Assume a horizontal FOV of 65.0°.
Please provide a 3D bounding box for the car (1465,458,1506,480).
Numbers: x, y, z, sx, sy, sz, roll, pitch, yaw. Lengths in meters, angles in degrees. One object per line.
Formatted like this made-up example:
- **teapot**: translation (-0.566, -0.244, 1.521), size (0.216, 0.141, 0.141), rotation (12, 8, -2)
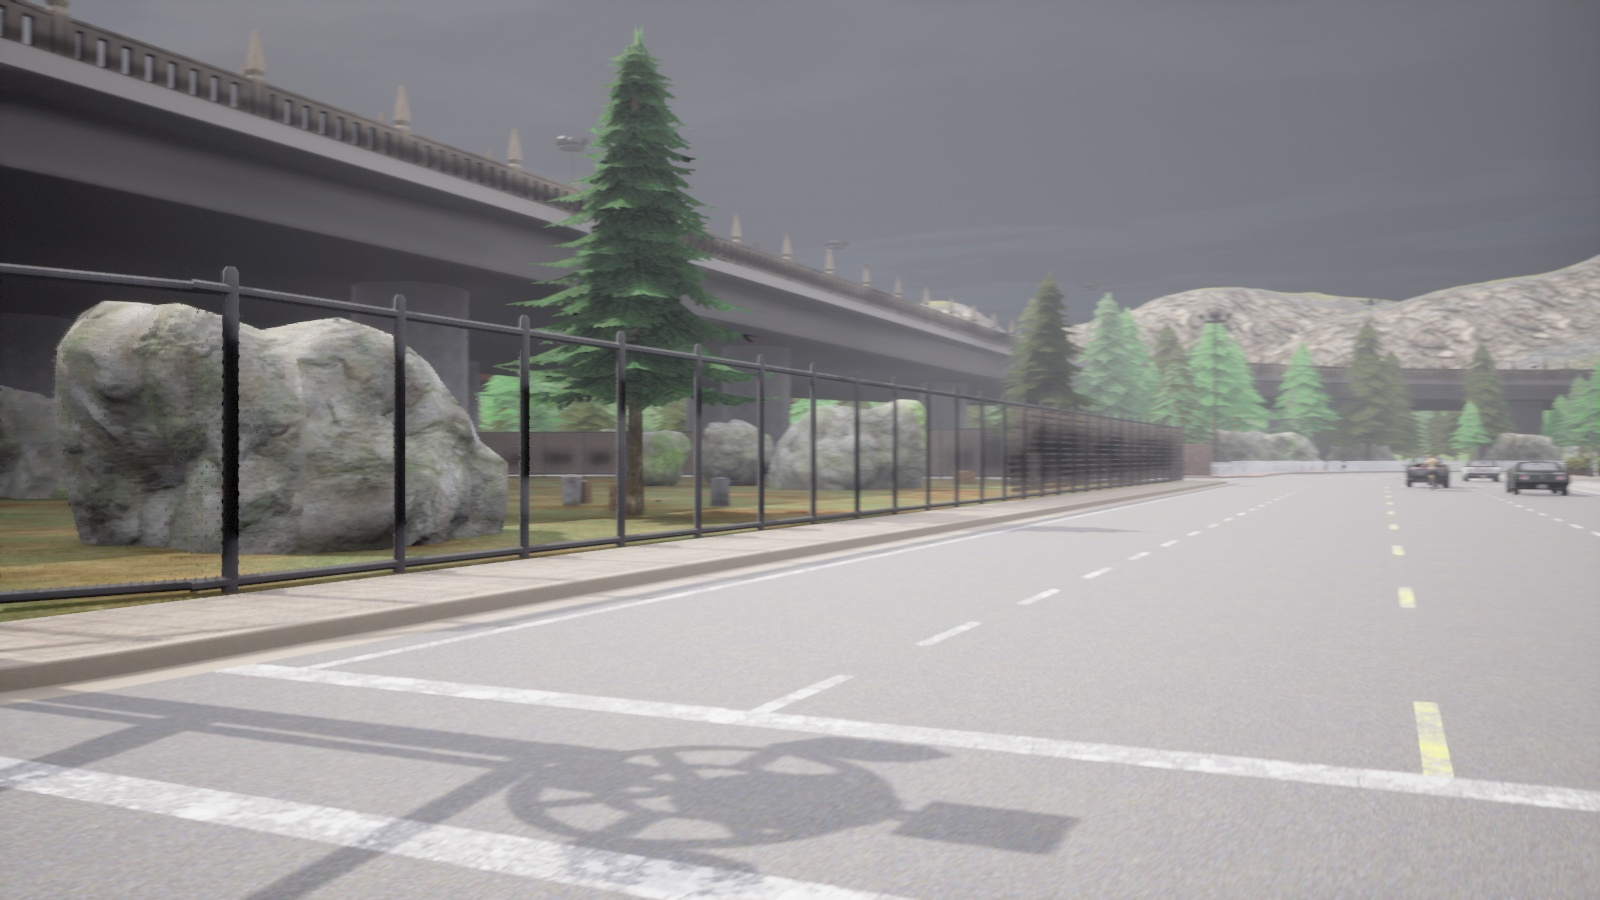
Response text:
- **car**: translation (41.671, 1.117, 76.418), size (1.895, 1.301, 4.718), rotation (0, 0, 25)

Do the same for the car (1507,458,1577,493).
- **car**: translation (28.944, 0.977, 49.123), size (1.895, 1.301, 4.718), rotation (0, 0, 25)

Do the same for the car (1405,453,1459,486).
- **car**: translation (30.264, 0.889, 60.237), size (2.128, 1.511, 4.902), rotation (0, 0, 25)
